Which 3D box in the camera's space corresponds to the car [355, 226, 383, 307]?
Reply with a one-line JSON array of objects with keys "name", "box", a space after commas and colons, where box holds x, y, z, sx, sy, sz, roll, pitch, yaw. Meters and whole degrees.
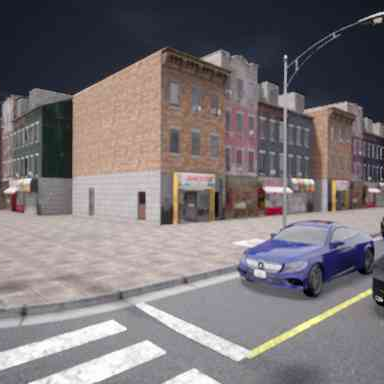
[{"name": "car", "box": [5.354, 1.490, 6.824, 4.892, 1.490, 1.837, 0, 0, -42]}]

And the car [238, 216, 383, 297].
[{"name": "car", "box": [3.191, 1.501, 8.715, 4.674, 1.442, 1.812, 0, 0, -42]}]
